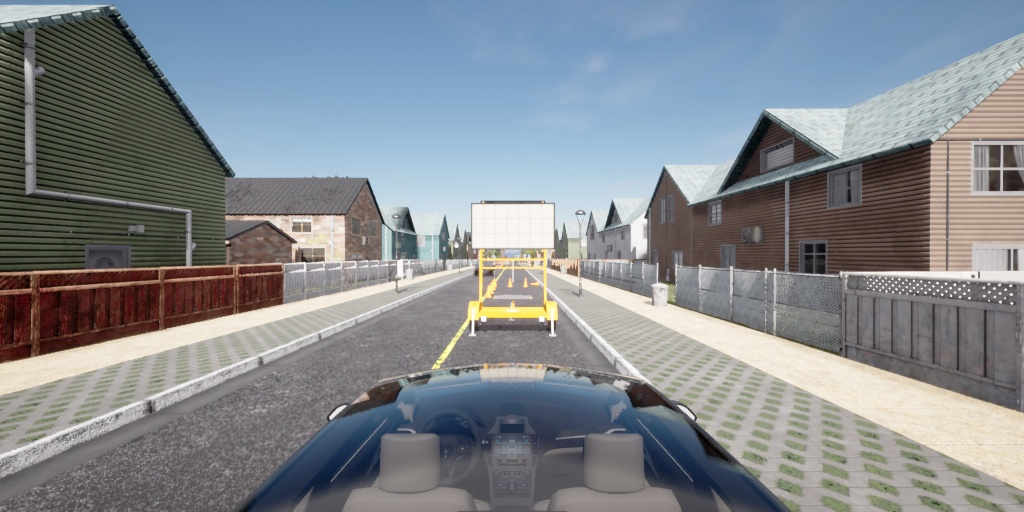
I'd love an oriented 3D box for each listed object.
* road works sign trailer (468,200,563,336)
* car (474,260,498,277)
[{"bbox_3d":[0.029,0.215,10.350,2.380,3.560,2.880,0,0,1],"label":"road works sign trailer"},{"bbox_3d":[-2.766,1.286,36.459,1.882,1.535,5.008,0,0,0],"label":"car"}]
